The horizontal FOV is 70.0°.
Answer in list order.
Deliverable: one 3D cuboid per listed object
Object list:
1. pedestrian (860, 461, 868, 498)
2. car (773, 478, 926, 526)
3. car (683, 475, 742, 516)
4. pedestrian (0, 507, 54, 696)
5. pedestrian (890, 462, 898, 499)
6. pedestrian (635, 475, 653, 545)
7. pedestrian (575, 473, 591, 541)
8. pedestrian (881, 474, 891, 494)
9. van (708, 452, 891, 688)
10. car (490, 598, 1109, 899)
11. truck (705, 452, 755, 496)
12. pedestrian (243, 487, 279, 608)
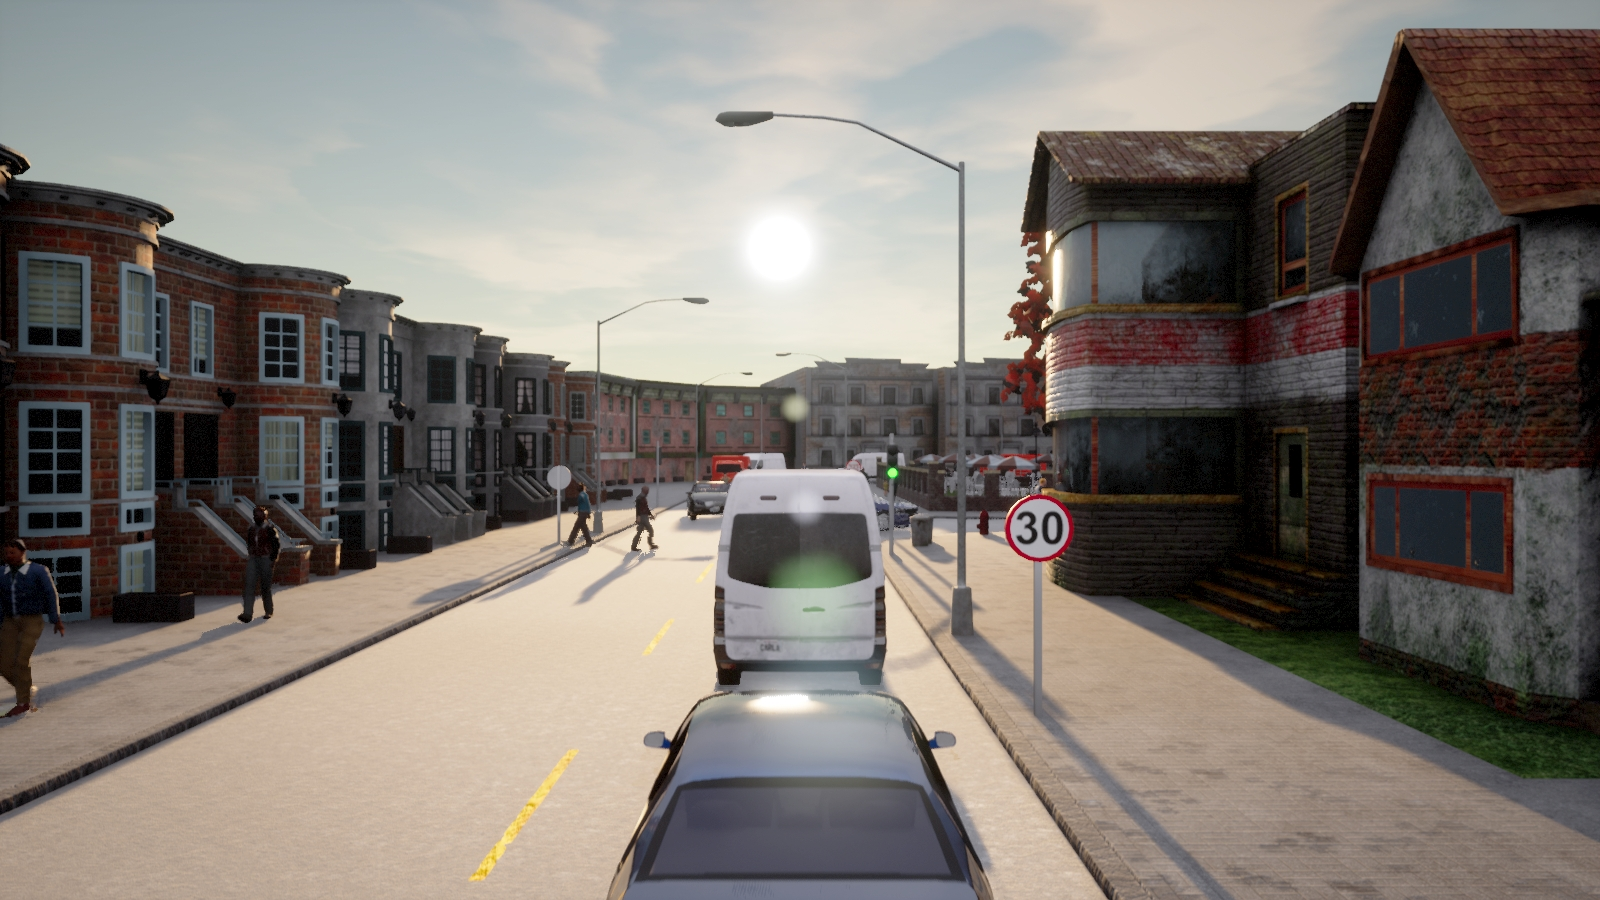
[{"bbox_3d":[3.277,1.512,58.389,0.375,1.860,0.375,0,0,10],"label":"pedestrian"},{"bbox_3d":[1.765,1.811,40.562,5.006,1.535,2.097,0,0,25],"label":"car"},{"bbox_3d":[-3.664,1.825,46.977,2.128,1.511,4.902,0,0,-8],"label":"car"},{"bbox_3d":[-7.855,1.516,11.543,0.375,1.860,0.375,0,0,5],"label":"pedestrian"},{"bbox_3d":[4.742,1.512,57.557,0.375,1.860,0.375,0,0,0],"label":"pedestrian"},{"bbox_3d":[-4.233,1.626,31.015,0.375,1.860,0.375,0,0,10],"label":"pedestrian"},{"bbox_3d":[-6.016,1.562,31.689,0.375,1.860,0.375,0,0,-19],"label":"pedestrian"},{"bbox_3d":[4.750,1.902,63.327,0.500,1.100,0.500,0,0,0],"label":"pedestrian"},{"bbox_3d":[-0.008,1.313,15.417,1.988,2.561,5.915,0,0,0],"label":"van"},{"bbox_3d":[-0.004,1.886,6.432,2.033,1.411,5.357,0,0,0],"label":"car"},{"bbox_3d":[-4.047,1.343,66.885,2.627,2.467,5.204,0,0,0],"label":"truck"},{"bbox_3d":[-8.445,1.523,17.907,0.375,1.860,0.375,0,0,2],"label":"pedestrian"}]
